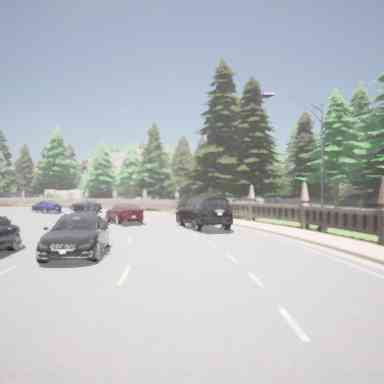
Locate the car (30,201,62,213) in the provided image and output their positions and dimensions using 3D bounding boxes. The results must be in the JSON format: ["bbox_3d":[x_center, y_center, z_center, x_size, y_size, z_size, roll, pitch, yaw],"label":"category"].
[{"bbox_3d":[-17.243,1.749,39.317,4.674,1.442,1.812,0,-1,37],"label":"car"}]

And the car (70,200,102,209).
[{"bbox_3d":[-12.937,1.722,40.352,4.902,1.511,2.128,0,0,40],"label":"car"}]

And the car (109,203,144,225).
[{"bbox_3d":[-5.275,1.625,25.846,1.882,1.535,5.008,0,0,-28],"label":"car"}]

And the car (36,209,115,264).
[{"bbox_3d":[-4.150,1.578,12.279,1.837,1.490,4.892,0,-1,-7],"label":"car"}]

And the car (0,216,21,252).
[{"bbox_3d":[-7.571,1.573,11.473,1.837,1.490,4.892,0,-1,-7],"label":"car"}]

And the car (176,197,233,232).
[{"bbox_3d":[0.696,1.345,21.484,2.150,2.045,5.566,0,0,-19],"label":"car"}]
